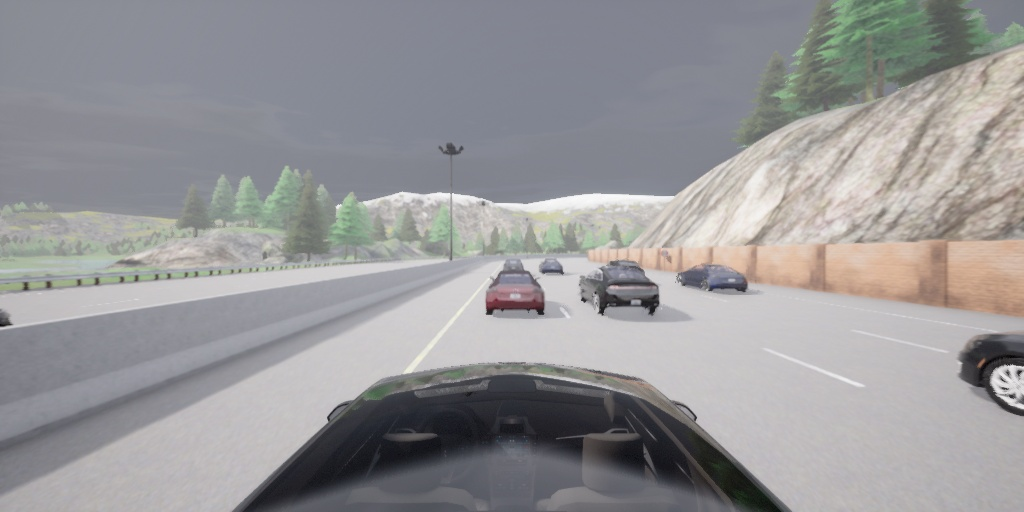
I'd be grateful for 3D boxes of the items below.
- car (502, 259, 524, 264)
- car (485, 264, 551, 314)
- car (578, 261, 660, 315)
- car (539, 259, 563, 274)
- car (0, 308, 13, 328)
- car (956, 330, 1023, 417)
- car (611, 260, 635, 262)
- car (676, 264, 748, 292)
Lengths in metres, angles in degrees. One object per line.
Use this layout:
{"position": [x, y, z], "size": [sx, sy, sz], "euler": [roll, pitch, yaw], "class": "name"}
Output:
{"position": [0.110, 0.949, 30.976], "size": [2.033, 1.411, 5.357], "euler": [0, 1, 0], "class": "car"}
{"position": [0.104, 1.179, 13.031], "size": [1.994, 1.385, 4.181], "euler": [0, 1, 0], "class": "car"}
{"position": [3.602, 1.110, 12.846], "size": [2.128, 1.511, 4.902], "euler": [0, 1, 0], "class": "car"}
{"position": [3.609, 0.935, 33.604], "size": [1.994, 1.385, 4.181], "euler": [0, 1, 0], "class": "car"}
{"position": [-10.592, 1.271, 5.142], "size": [1.994, 1.385, 4.181], "euler": [0, 1, 0], "class": "car"}
{"position": [7.101, 1.242, 2.898], "size": [1.837, 1.490, 4.892], "euler": [0, 1, 0], "class": "car"}
{"position": [7.107, 0.996, 23.562], "size": [1.837, 1.490, 4.892], "euler": [0, 1, 0], "class": "car"}
{"position": [10.606, 1.107, 19.301], "size": [1.994, 1.385, 4.181], "euler": [0, 1, 0], "class": "car"}
